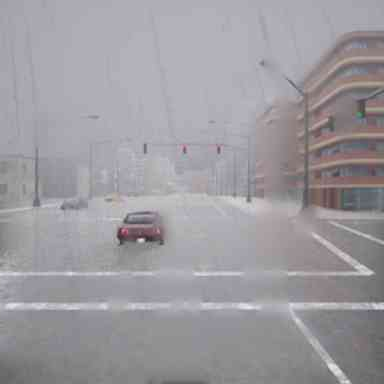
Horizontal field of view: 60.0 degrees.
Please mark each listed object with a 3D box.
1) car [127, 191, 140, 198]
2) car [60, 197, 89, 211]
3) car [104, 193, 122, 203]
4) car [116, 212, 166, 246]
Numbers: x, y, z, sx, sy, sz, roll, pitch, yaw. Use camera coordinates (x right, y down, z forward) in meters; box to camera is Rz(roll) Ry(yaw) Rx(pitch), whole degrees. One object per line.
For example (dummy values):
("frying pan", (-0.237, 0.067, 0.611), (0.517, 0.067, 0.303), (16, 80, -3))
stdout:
("car", (-12.185, 0.450, 69.513), (2.128, 1.511, 4.902), (0, 1, 1))
("car", (-12.834, 1.276, 36.634), (1.812, 1.442, 4.674), (0, 1, 1))
("car", (-12.540, 0.913, 53.029), (1.882, 1.535, 5.008), (0, 1, 1))
("car", (-2.171, 1.532, 14.900), (1.895, 1.301, 4.718), (0, 0, -6))
